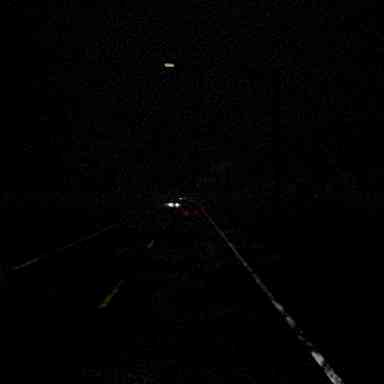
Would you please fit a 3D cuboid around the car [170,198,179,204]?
[{"bbox_3d":[-3.864,1.906,72.443,1.895,1.301,4.718,0,0,0],"label":"car"}]

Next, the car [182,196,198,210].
[{"bbox_3d":[-0.139,1.730,47.210,1.812,1.442,4.674,0,0,0],"label":"car"}]
